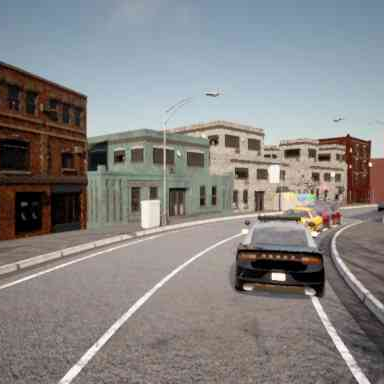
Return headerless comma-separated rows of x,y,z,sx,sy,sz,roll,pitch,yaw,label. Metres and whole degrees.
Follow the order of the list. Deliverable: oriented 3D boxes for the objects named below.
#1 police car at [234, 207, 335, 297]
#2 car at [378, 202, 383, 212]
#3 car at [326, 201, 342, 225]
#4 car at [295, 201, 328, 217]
2.316,1.425,8.884,1.930,1.638,5.238,0,0,15,police car
24.018,1.671,40.135,4.181,1.385,1.994,0,1,-44,car
8.673,1.551,22.225,1.812,1.442,4.674,1,0,36,car
5.783,1.466,17.631,1.801,1.575,5.366,1,0,28,car
